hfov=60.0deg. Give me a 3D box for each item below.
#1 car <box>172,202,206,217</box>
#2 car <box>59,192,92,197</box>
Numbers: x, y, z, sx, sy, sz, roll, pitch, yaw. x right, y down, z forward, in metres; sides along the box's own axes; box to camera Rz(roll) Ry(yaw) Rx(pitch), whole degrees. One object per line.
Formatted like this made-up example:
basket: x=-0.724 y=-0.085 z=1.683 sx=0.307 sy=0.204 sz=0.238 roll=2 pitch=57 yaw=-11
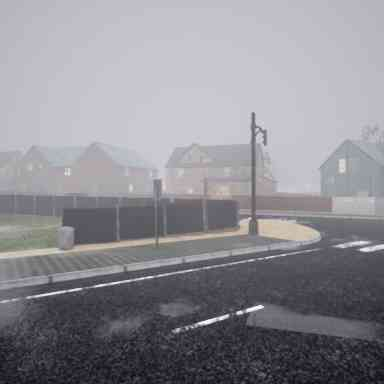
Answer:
car: x=-0.157 y=1.213 z=25.091 sx=4.718 sy=1.301 sz=1.895 roll=1 pitch=0 yaw=19
car: x=-9.500 y=0.809 z=28.353 sx=4.553 sy=1.767 sz=2.097 roll=1 pitch=0 yaw=19
